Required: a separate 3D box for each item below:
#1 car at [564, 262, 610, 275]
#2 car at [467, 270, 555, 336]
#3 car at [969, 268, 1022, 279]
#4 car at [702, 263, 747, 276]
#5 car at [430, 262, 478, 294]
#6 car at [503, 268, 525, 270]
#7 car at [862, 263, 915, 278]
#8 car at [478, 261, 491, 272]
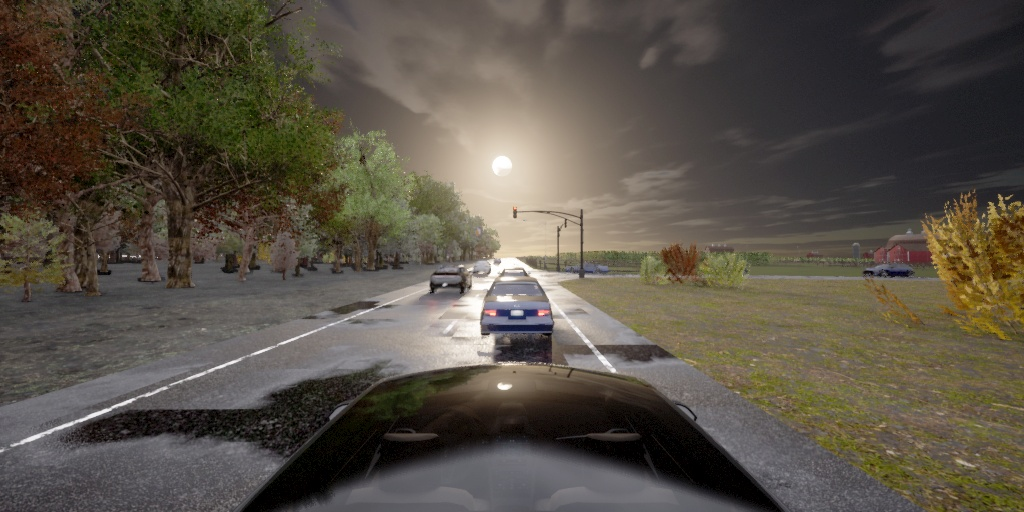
[{"bbox_3d":[8.921,1.468,42.757,5.357,1.411,2.033,0,-1,14],"label":"car"},{"bbox_3d":[0.105,1.300,10.396,2.033,1.411,5.357,0,0,0],"label":"car"},{"bbox_3d":[51.436,1.910,37.965,4.718,1.301,1.895,1,-1,1],"label":"car"},{"bbox_3d":[24.587,1.580,41.733,4.892,1.490,1.837,1,-1,0],"label":"car"},{"bbox_3d":[-3.391,1.246,20.511,2.128,1.511,4.902,0,0,0],"label":"car"},{"bbox_3d":[0.114,1.318,19.638,1.994,1.385,4.181,0,0,0],"label":"car"},{"bbox_3d":[43.557,1.635,41.618,4.553,1.767,2.097,1,-1,1],"label":"car"},{"bbox_3d":[-3.382,1.282,41.390,1.812,1.442,4.674,0,0,0],"label":"car"}]
